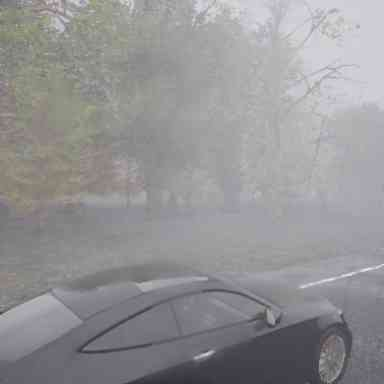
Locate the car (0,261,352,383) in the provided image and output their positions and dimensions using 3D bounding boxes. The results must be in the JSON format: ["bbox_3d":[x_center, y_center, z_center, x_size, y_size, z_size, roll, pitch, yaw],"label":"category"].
[{"bbox_3d":[-0.180,1.526,3.615,4.674,1.442,1.812,0,0,-35],"label":"car"}]
